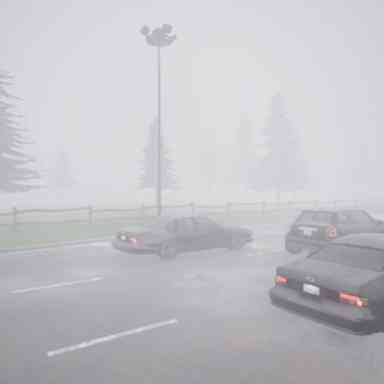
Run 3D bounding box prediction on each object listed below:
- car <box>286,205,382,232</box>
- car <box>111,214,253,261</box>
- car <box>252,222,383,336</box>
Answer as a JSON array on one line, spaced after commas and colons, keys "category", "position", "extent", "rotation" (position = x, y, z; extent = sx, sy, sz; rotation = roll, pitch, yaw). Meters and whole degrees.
[{"category": "car", "position": [5.463, 1.329, 11.961], "extent": [4.553, 1.767, 2.097], "rotation": [0, 0, -35]}, {"category": "car", "position": [-0.170, 1.534, 12.266], "extent": [5.357, 1.411, 2.033], "rotation": [0, 0, -35]}, {"category": "car", "position": [3.884, 1.534, 6.560], "extent": [5.357, 1.411, 2.033], "rotation": [0, 0, -35]}]
